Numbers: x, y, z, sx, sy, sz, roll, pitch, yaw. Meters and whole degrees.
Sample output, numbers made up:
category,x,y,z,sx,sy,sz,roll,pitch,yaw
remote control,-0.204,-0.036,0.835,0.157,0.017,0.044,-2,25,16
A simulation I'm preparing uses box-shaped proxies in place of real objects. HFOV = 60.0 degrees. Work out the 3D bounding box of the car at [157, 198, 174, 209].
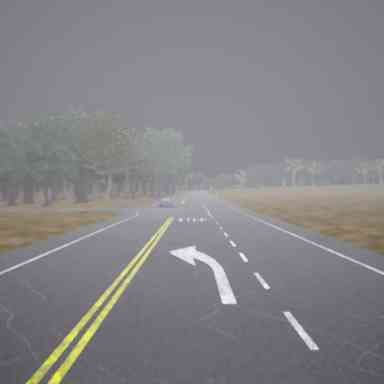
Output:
category,x,y,z,sx,sy,sz,roll,pitch,yaw
car,-3.464,1.469,44.582,1.812,1.442,4.674,0,-1,0
